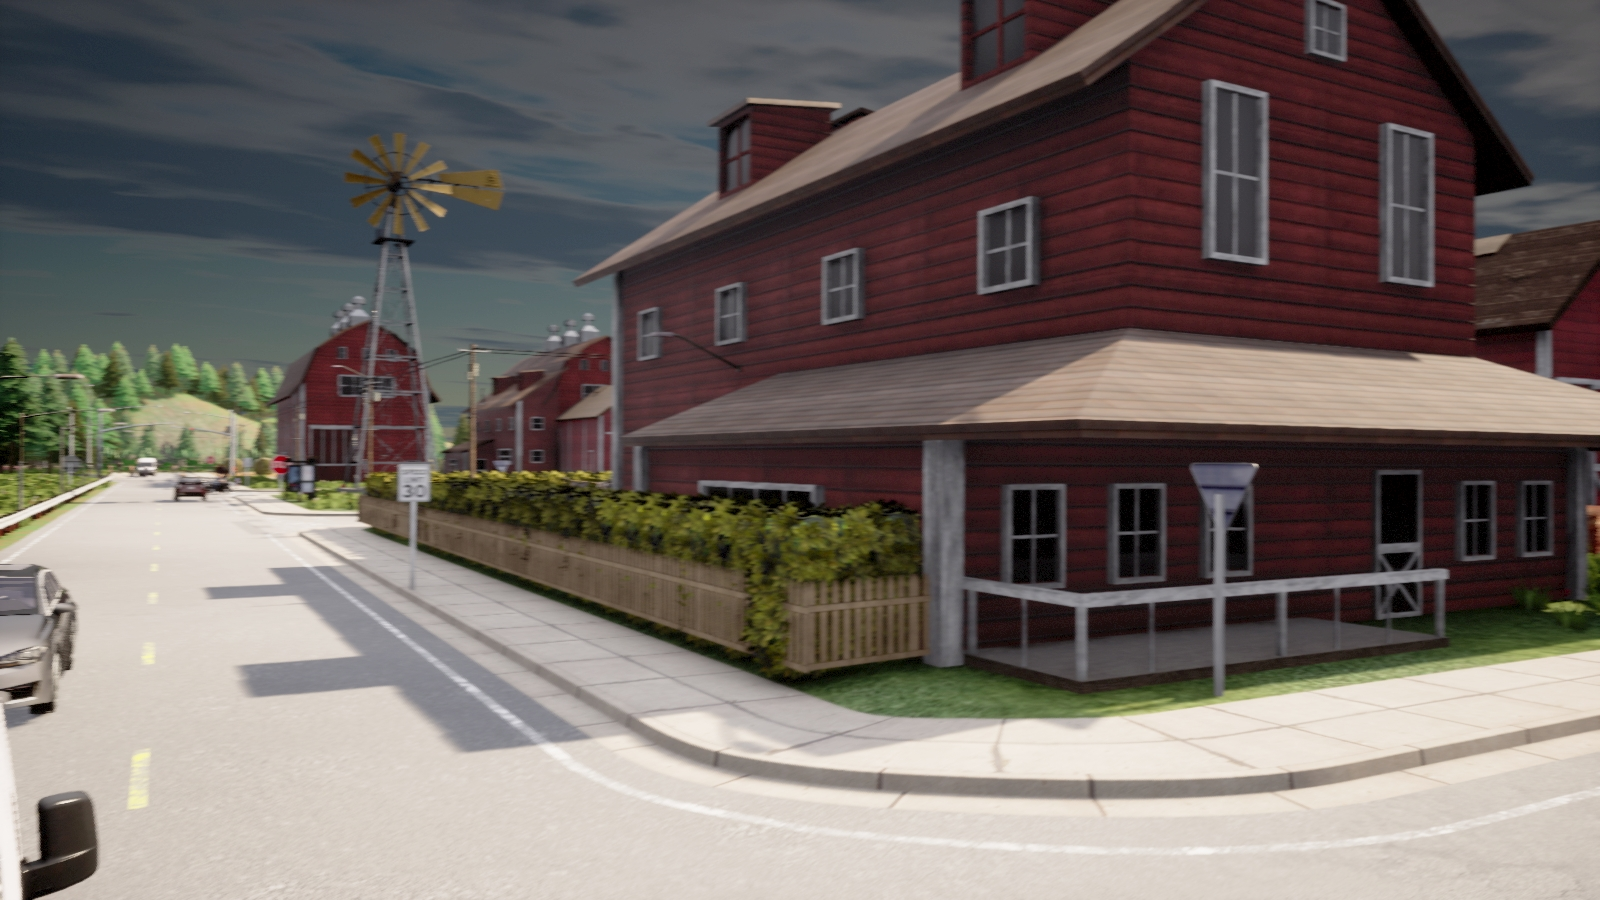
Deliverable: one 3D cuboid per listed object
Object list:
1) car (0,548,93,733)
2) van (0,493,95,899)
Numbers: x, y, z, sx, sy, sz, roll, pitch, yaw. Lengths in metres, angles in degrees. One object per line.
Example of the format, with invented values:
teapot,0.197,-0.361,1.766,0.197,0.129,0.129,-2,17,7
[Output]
car,-9.758,2.128,13.530,2.128,1.511,4.902,1,-1,-29
van,-4.301,1.549,4.577,1.988,2.561,5.915,0,0,-37
